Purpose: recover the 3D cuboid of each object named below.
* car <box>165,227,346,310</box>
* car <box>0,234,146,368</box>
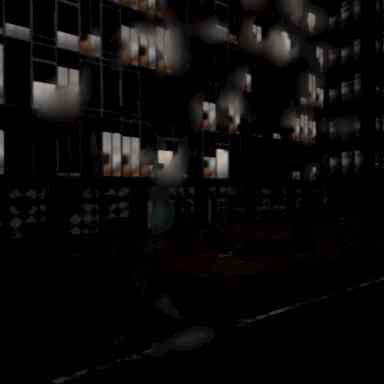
[{"bbox_3d":[1.692,1.527,7.778,4.829,1.417,1.752,0,-1,-36],"label":"car"},{"bbox_3d":[-2.796,1.441,4.576,4.097,1.590,1.967,0,-1,-36],"label":"car"}]
